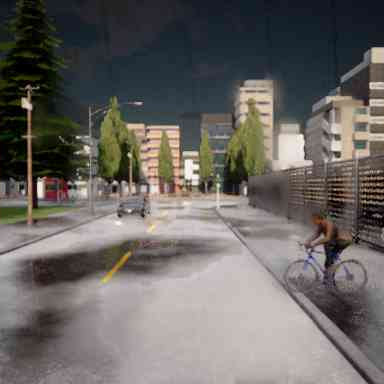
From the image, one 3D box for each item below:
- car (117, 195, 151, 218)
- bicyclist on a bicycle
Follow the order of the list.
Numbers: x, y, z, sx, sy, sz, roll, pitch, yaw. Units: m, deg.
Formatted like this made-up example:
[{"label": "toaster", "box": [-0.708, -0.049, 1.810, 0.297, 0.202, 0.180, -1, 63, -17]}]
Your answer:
[{"label": "car", "box": [-4.143, 0.998, 24.246, 1.837, 1.490, 4.892, 0, 1, 0]}, {"label": "bicyclist on a bicycle", "box": [2.629, 1.211, 6.540, 1.656, 1.620, 0.582, 0, 1, 0]}]
